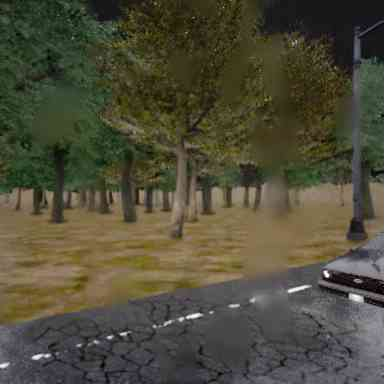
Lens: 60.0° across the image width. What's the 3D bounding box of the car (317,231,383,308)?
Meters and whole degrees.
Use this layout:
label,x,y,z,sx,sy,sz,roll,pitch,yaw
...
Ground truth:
label,x,y,z,sx,sy,sz,roll,pitch,yaw
car,5.194,1.572,7.673,5.357,1.411,2.033,0,0,-35
